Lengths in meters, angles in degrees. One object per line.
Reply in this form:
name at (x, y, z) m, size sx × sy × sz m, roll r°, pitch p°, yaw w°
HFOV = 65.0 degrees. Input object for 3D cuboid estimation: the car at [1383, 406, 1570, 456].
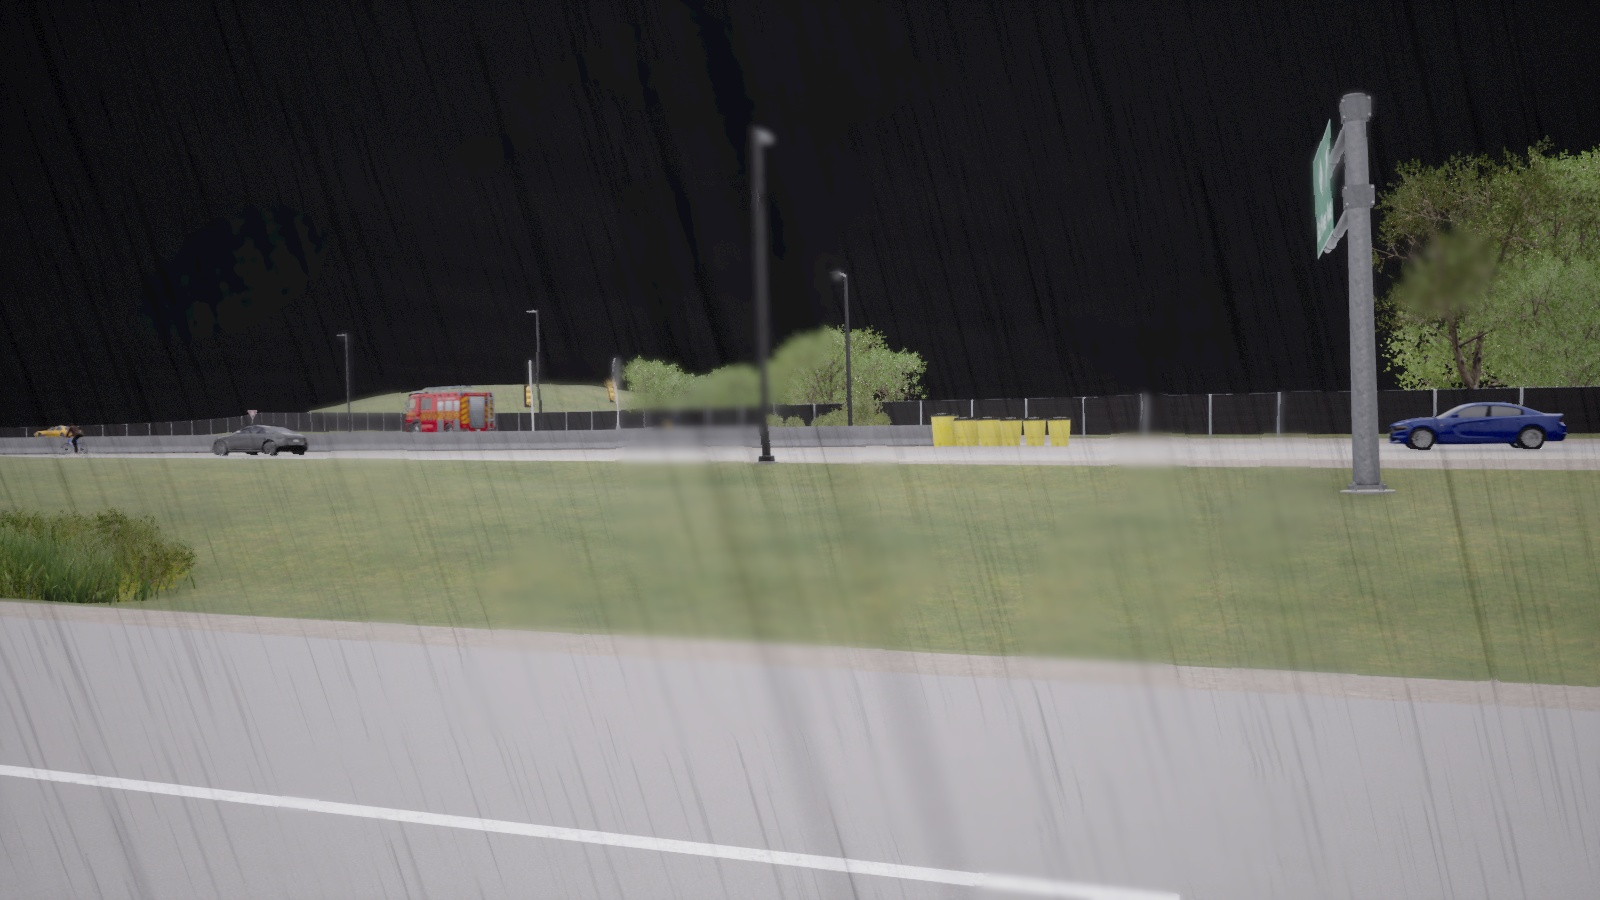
car at (21.447, -0.606, 40.025) m, size 5.008 × 1.535 × 1.882 m, roll 0°, pitch 1°, yaw 19°

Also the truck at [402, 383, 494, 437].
truck at (-26.233, -2.954, 93.426) m, size 2.891 × 3.827 × 8.468 m, roll -2°, pitch 2°, yaw -44°

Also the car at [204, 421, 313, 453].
car at (-24.091, -0.599, 55.900) m, size 4.181 × 1.385 × 1.994 m, roll 0°, pitch 1°, yaw 19°
